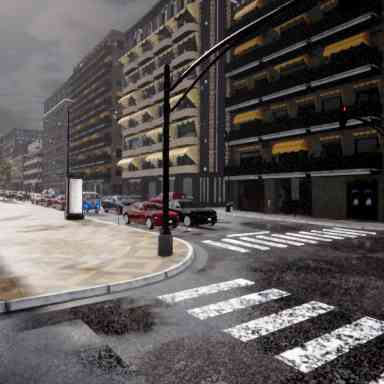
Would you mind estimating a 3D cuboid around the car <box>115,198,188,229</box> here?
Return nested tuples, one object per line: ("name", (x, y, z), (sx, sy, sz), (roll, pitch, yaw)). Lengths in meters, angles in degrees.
("car", (-2.433, 1.261, 19.061), (1.887, 1.381, 4.507), (2, 0, -36))

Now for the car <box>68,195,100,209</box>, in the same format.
("car", (-11.849, 1.039, 36.351), (1.895, 1.301, 4.718), (1, 0, -36))

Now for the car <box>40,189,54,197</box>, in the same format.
("car", (-32.345, 0.272, 74.270), (1.967, 1.590, 4.097), (2, 0, -36))

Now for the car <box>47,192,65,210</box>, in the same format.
("car", (-12.436, 0.997, 32.769), (1.887, 1.381, 4.507), (2, 0, -36))

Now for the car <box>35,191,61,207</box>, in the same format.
("car", (-15.770, 0.909, 37.338), (1.887, 1.381, 4.507), (2, 0, -36))

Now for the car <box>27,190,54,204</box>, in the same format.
("car", (-19.004, 0.805, 41.771), (1.752, 1.417, 4.829), (2, 0, -36))

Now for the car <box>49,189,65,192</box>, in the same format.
("car", (-17.706, 0.635, 44.445), (2.097, 1.767, 4.553), (1, 0, -36))

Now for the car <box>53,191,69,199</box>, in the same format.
("car", (-25.779, 0.529, 65.268), (1.752, 1.417, 4.829), (2, 0, -36))

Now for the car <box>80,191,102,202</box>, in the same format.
("car", (-15.672, 0.710, 51.423), (1.967, 1.590, 4.097), (2, 0, -36))

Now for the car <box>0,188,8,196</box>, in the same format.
("car", (-42.440, -0.022, 73.893), (2.192, 1.841, 5.009), (2, 0, -36))

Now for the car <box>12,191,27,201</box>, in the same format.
("car", (-25.771, 0.541, 51.046), (1.967, 1.590, 4.097), (2, 0, -36))

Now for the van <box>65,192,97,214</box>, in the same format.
("van", (-9.095, 0.881, 28.200), (1.690, 1.788, 3.998), (2, 0, -36))

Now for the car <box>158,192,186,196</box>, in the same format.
("car", (-2.330, 0.936, 33.146), (2.192, 1.841, 5.009), (2, 0, -36))

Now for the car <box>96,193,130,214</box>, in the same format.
("car", (-6.028, 1.083, 28.364), (2.128, 1.511, 4.902), (1, 0, -36))

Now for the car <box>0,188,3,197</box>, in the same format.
("car", (-39.112, 0.301, 69.323), (2.008, 1.369, 4.403), (2, 0, -36))

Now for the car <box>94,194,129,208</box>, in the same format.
("car", (-9.432, 1.012, 38.455), (2.033, 1.411, 5.357), (1, 0, -36))

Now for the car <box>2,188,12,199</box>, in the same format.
("car", (-32.443, 0.470, 60.185), (1.887, 1.381, 4.507), (2, 0, -36))

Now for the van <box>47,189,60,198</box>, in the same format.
("van", (-29.007, 0.260, 69.700), (1.690, 1.788, 3.998), (2, 0, -36))

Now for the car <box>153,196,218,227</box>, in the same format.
("car", (-0.439, 1.216, 20.697), (1.882, 1.535, 5.008), (1, 0, -35))
